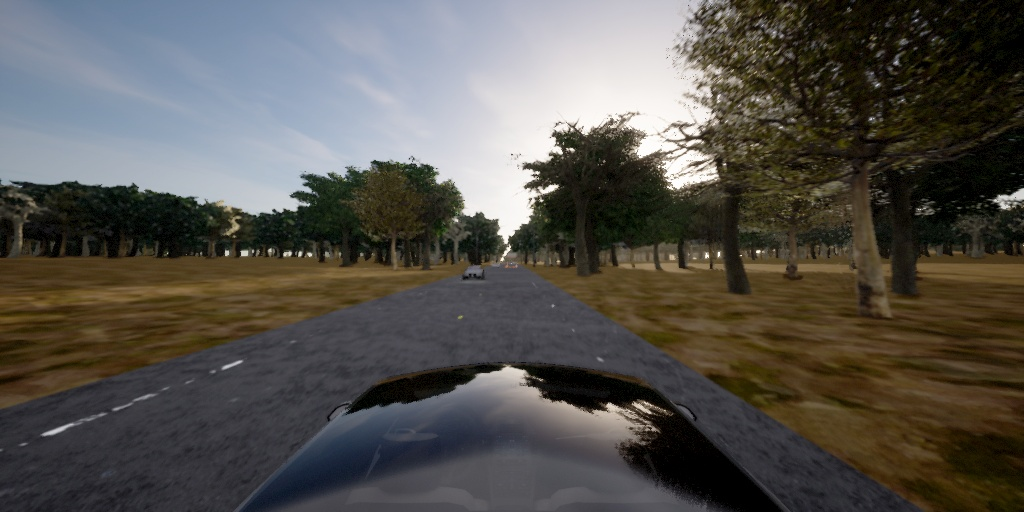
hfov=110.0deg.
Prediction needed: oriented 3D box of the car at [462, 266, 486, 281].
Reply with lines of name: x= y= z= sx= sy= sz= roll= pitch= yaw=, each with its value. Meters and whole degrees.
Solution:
car: x=-3.595 y=1.622 z=34.667 sx=1.994 sy=1.385 sz=4.181 roll=0 pitch=-1 yaw=0
